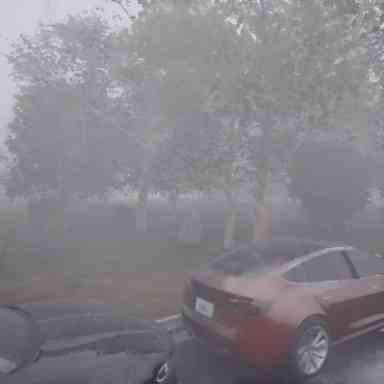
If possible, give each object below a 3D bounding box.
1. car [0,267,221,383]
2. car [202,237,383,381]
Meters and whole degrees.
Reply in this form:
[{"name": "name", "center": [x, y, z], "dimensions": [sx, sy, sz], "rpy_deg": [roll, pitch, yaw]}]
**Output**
[{"name": "car", "center": [-2.448, 1.479, 2.300], "dimensions": [5.008, 1.535, 2.097], "rpy_deg": [-1, 1, -33]}, {"name": "car", "center": [2.115, 1.514, 5.559], "dimensions": [4.792, 1.488, 2.163], "rpy_deg": [0, 0, -33]}]
